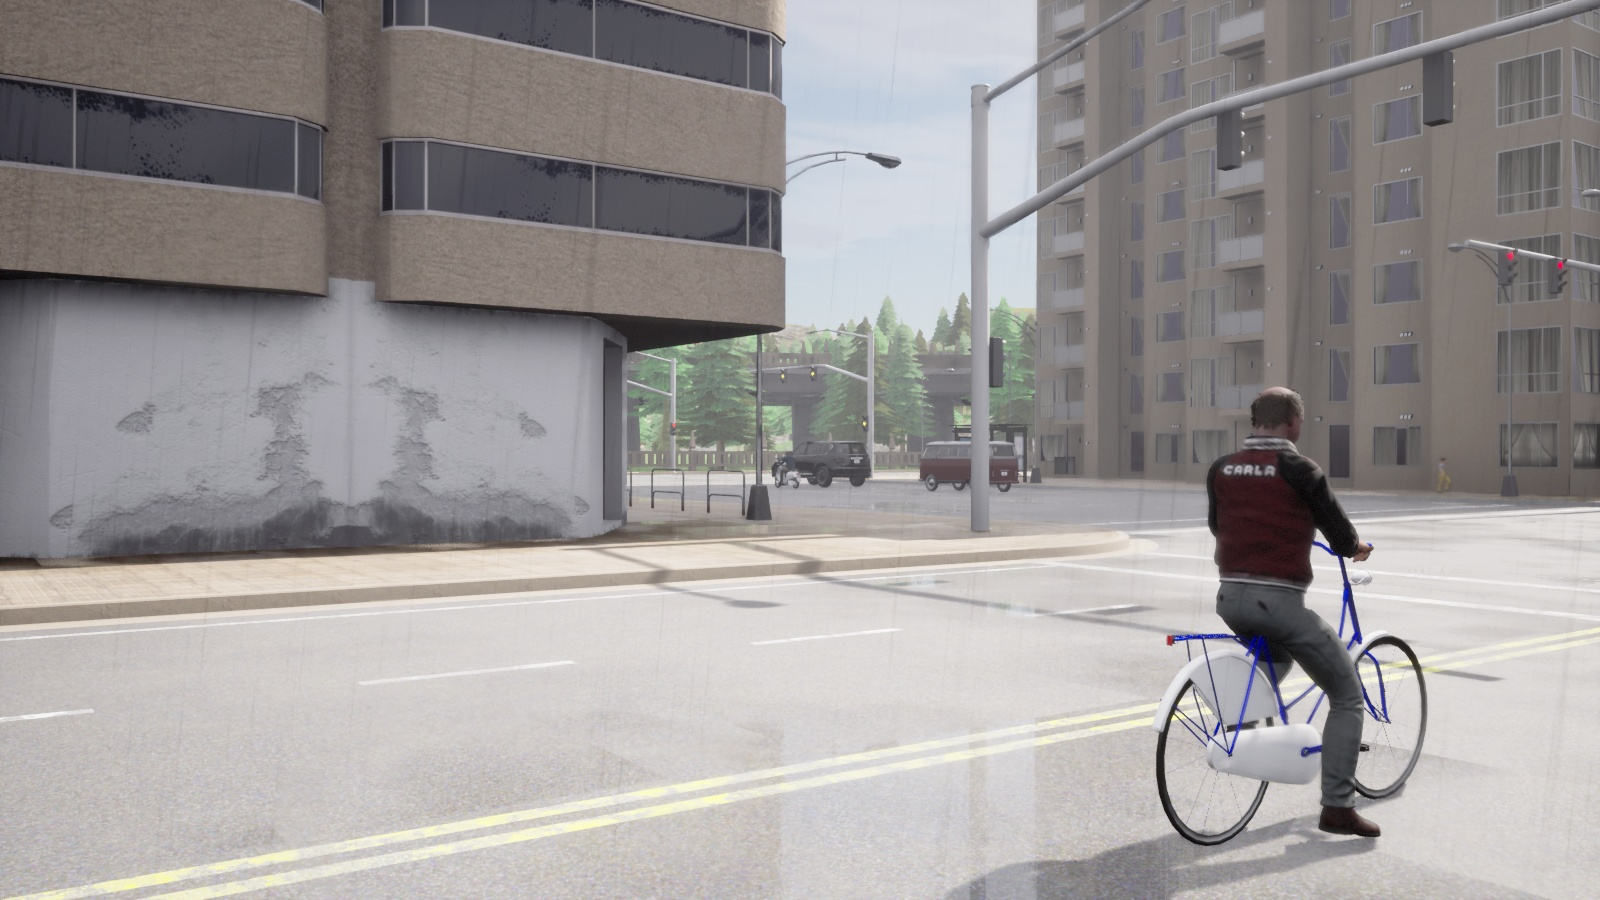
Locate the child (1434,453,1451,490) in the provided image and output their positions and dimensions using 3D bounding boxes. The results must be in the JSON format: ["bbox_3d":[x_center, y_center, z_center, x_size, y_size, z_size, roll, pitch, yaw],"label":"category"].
[{"bbox_3d":[22.075,0.742,43.142,0.270,1.263,0.437,0,0,-34],"label":"child"}]

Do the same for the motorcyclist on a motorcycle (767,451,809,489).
[{"bbox_3d":[-0.524,0.829,52.943,0.866,1.590,1.817,0,0,-35],"label":"motorcyclist on a motorcycle"}]

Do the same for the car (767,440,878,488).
[{"bbox_3d":[0.952,0.601,56.902,2.150,2.045,5.566,0,0,-35],"label":"car"}]

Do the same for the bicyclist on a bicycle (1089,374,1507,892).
[{"bbox_3d":[2.064,0.623,5.099,1.843,1.776,0.659,0,0,-35],"label":"bicyclist on a bicycle"}]

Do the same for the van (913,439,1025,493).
[{"bbox_3d":[6.528,0.604,49.071,1.775,1.987,4.442,0,0,-35],"label":"van"}]
